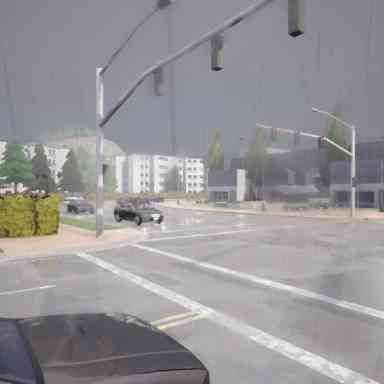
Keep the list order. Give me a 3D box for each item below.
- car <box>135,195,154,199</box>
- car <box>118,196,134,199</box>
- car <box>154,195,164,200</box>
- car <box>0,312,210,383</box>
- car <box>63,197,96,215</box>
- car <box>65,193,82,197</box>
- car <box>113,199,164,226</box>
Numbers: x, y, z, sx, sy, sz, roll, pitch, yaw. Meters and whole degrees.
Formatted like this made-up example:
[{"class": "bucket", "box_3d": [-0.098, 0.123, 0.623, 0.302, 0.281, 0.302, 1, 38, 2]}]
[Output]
[{"class": "car", "box_3d": [-8.650, 1.505, 61.156, 1.837, 1.490, 4.892, 0, 0, -1]}, {"class": "car", "box_3d": [-12.079, 1.492, 58.840, 2.128, 1.511, 4.902, 0, 0, -4]}, {"class": "car", "box_3d": [-7.556, 1.354, 70.921, 2.097, 1.767, 4.553, 0, 0, 17]}, {"class": "car", "box_3d": [-2.380, 1.547, 2.067, 5.357, 1.411, 2.033, 0, 0, -35]}, {"class": "car", "box_3d": [-11.510, 1.547, 34.213, 2.033, 1.411, 5.357, 0, 0, -33]}, {"class": "car", "box_3d": [-18.638, 1.224, 52.376, 2.150, 2.045, 5.566, 0, 0, -9]}, {"class": "car", "box_3d": [-3.903, 1.492, 23.810, 2.128, 1.511, 4.902, 0, 0, -39]}]
